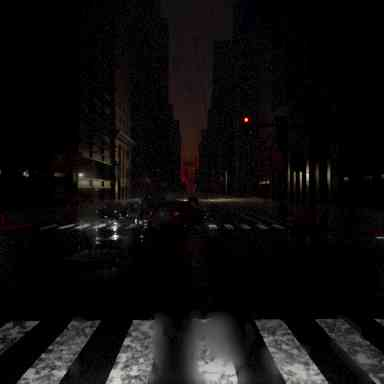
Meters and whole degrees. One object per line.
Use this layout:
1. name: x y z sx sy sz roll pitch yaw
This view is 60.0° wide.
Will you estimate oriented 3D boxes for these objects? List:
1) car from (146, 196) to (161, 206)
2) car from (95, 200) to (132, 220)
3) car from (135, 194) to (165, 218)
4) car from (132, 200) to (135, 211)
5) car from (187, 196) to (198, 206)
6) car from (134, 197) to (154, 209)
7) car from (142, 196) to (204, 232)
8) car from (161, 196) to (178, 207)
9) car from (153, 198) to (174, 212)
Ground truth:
1. car: -6.558 1.503 57.039 2.033 1.411 5.357 0 0 0
2. car: -6.617 1.588 27.860 1.895 1.301 4.718 0 0 1
3. car: -3.349 1.207 29.905 2.150 2.045 5.566 0 0 0
4. car: -6.598 1.580 36.975 1.895 1.301 4.718 0 0 0
5. car: 0.101 1.463 55.576 1.837 1.490 4.892 0 0 0
6. car: -6.591 1.462 46.384 2.128 1.511 4.902 0 0 0
7. car: -0.845 1.338 20.155 2.097 1.767 4.553 -1 0 21
8. car: -3.332 1.457 50.421 2.128 1.511 4.902 0 0 0
9. car: -3.346 1.468 39.999 2.128 1.511 4.902 0 0 0
